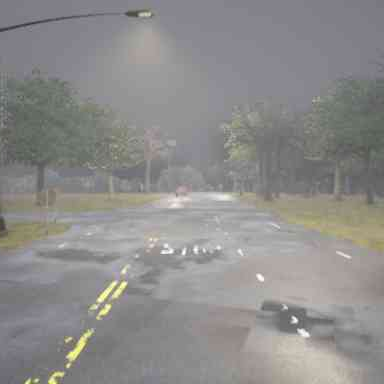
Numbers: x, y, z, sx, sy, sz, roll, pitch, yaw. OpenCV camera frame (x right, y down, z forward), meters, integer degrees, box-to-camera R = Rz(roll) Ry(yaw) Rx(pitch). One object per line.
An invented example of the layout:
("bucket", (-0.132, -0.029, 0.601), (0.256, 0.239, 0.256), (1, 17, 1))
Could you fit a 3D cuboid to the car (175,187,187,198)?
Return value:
("car", (-2.082, -0.003, 64.756), (2.150, 2.045, 5.566), (0, 2, 2))
